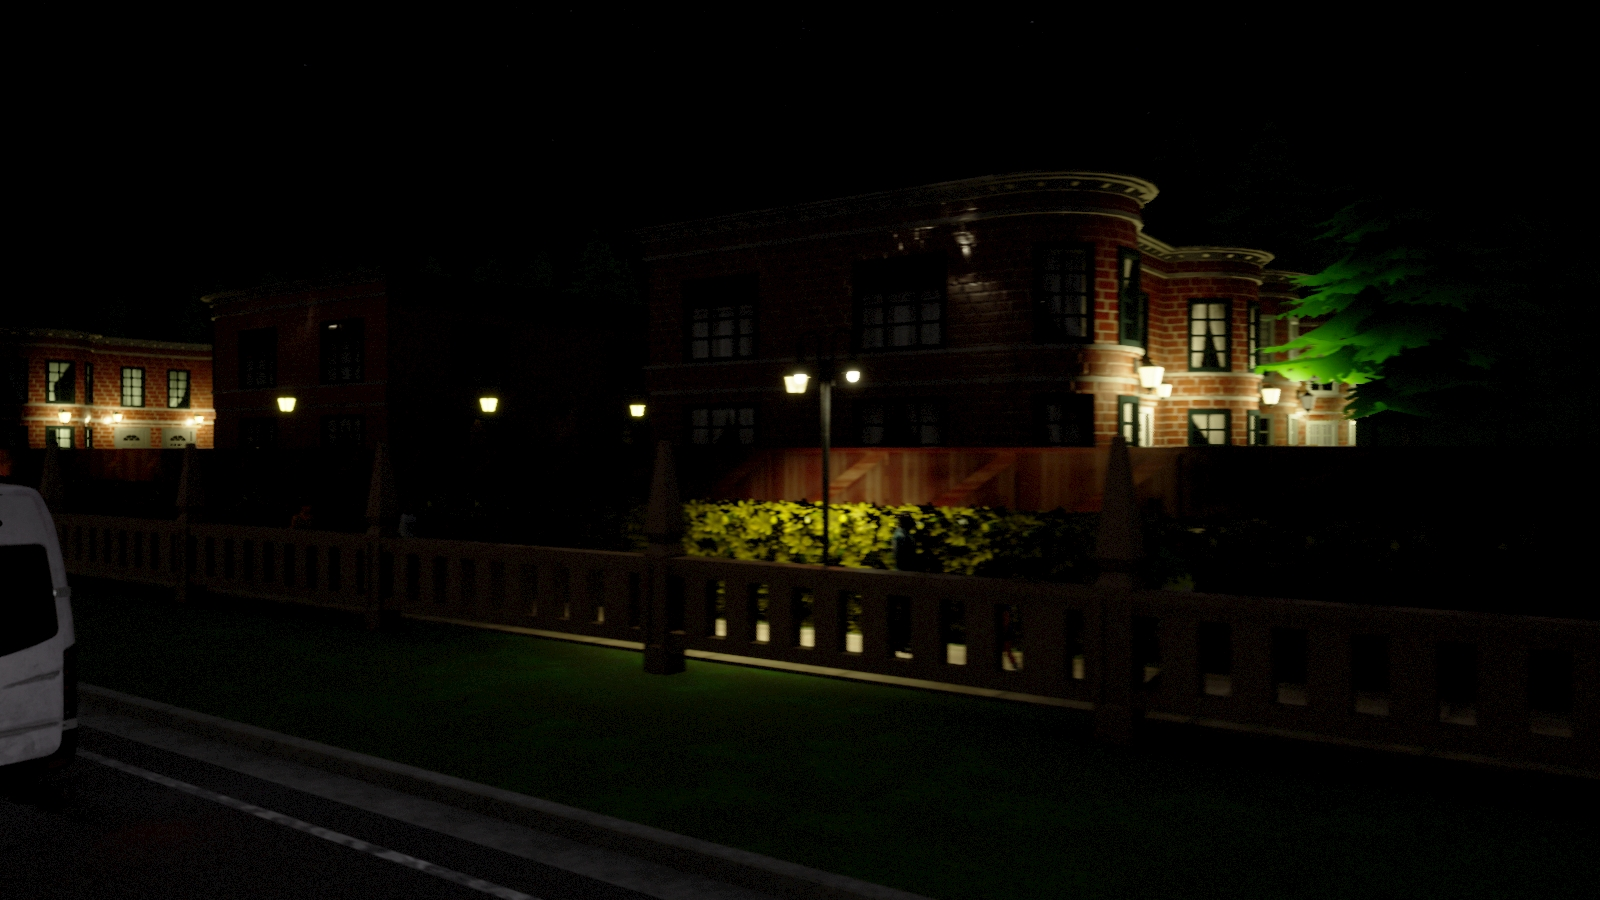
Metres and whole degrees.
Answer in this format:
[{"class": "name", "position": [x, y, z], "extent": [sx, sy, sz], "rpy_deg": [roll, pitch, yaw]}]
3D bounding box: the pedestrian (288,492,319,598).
[{"class": "pedestrian", "position": [-8.965, 1.700, 20.625], "extent": [0.375, 1.860, 0.375], "rpy_deg": [0, 0, 36]}]

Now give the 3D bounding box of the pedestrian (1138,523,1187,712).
[{"class": "pedestrian", "position": [3.723, 1.697, 11.715], "extent": [0.375, 1.860, 0.375], "rpy_deg": [0, 0, 37]}]

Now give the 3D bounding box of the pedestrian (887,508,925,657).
[{"class": "pedestrian", "position": [1.368, 1.696, 14.768], "extent": [0.375, 1.860, 0.375], "rpy_deg": [0, 0, 28]}]

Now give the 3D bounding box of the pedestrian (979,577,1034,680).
[{"class": "pedestrian", "position": [2.422, 2.078, 13.398], "extent": [0.500, 1.100, 0.500], "rpy_deg": [0, 0, 30]}]

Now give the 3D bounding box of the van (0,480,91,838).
[{"class": "van", "position": [-8.469, 1.538, 9.710], "extent": [5.915, 2.561, 1.988], "rpy_deg": [0, 0, 35]}]

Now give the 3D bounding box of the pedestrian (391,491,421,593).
[{"class": "pedestrian", "position": [-7.346, 1.700, 21.287], "extent": [0.375, 1.860, 0.375], "rpy_deg": [0, 0, 36]}]
